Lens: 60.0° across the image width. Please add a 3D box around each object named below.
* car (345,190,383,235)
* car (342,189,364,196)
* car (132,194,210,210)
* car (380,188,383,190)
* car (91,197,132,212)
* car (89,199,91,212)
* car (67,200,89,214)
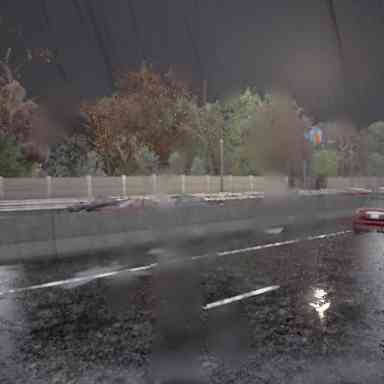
[{"bbox_3d":[9.030,0.927,14.493,4.553,1.767,2.097,-2,1,-35],"label":"car"},{"bbox_3d":[25.710,0.224,52.374,4.718,1.301,1.895,-2,1,-35],"label":"car"},{"bbox_3d":[-0.976,1.054,20.495,4.553,1.767,2.097,-2,1,-35],"label":"car"},{"bbox_3d":[29.569,0.127,50.825,4.181,1.385,1.994,-2,1,-35],"label":"car"},{"bbox_3d":[-3.916,1.210,22.697,5.008,1.535,1.882,-2,1,-35],"label":"car"},{"bbox_3d":[-4.920,1.245,26.279,5.357,1.411,2.033,-2,1,-35],"label":"car"},{"bbox_3d":[-8.007,1.210,28.377,5.008,1.535,1.882,-2,1,-35],"label":"car"}]
